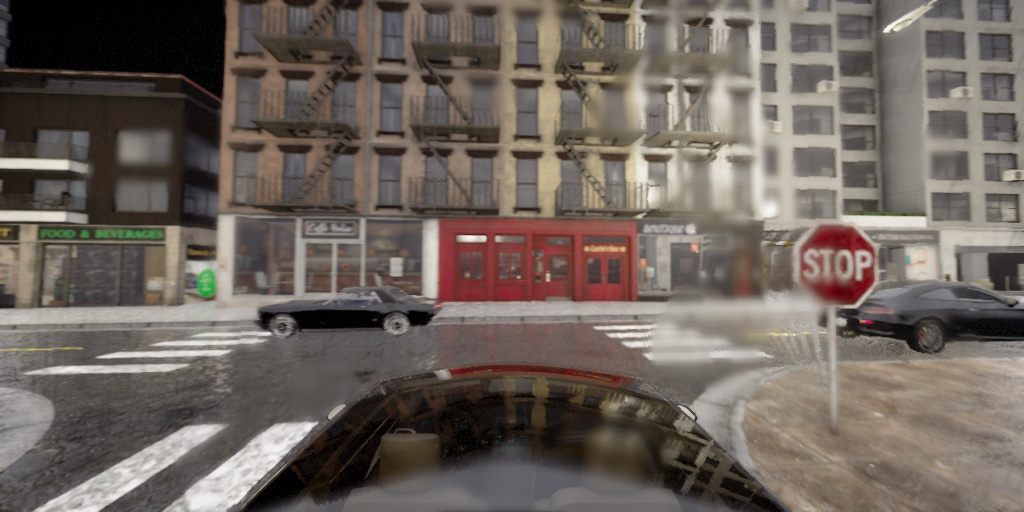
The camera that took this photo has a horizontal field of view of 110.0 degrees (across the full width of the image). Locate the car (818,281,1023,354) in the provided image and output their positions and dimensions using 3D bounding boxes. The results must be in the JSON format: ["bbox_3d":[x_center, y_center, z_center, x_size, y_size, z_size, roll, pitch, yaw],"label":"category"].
[{"bbox_3d":[9.603,1.285,8.153,4.674,1.442,1.812,0,-2,-4],"label":"car"}]

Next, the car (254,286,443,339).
[{"bbox_3d":[-4.455,1.536,10.235,4.718,1.301,1.895,0,-2,-4],"label":"car"}]
